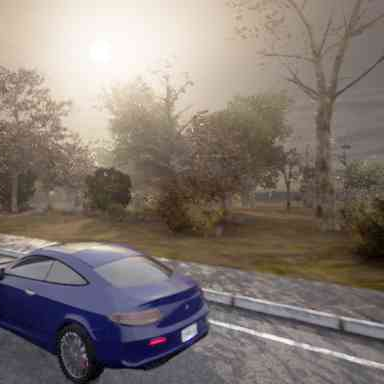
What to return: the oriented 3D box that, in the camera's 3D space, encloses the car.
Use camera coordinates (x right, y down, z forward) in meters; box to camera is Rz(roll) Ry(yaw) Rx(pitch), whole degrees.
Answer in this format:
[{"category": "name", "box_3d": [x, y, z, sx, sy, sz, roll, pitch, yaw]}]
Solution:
[{"category": "car", "box_3d": [-1.904, 1.525, 5.352, 4.674, 1.442, 1.812, 0, 0, 35]}]
